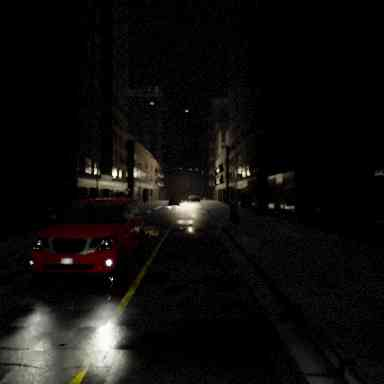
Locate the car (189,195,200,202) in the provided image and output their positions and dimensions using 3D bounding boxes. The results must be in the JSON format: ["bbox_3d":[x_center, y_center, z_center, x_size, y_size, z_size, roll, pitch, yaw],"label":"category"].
[{"bbox_3d":[0.937,1.522,75.391,1.882,1.535,5.008,0,0,0],"label":"car"}]

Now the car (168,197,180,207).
[{"bbox_3d":[-2.829,1.565,53.471,2.033,1.411,5.357,0,0,0],"label":"car"}]

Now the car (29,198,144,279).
[{"bbox_3d":[-2.854,1.220,10.355,2.150,2.045,5.566,0,0,0],"label":"car"}]
